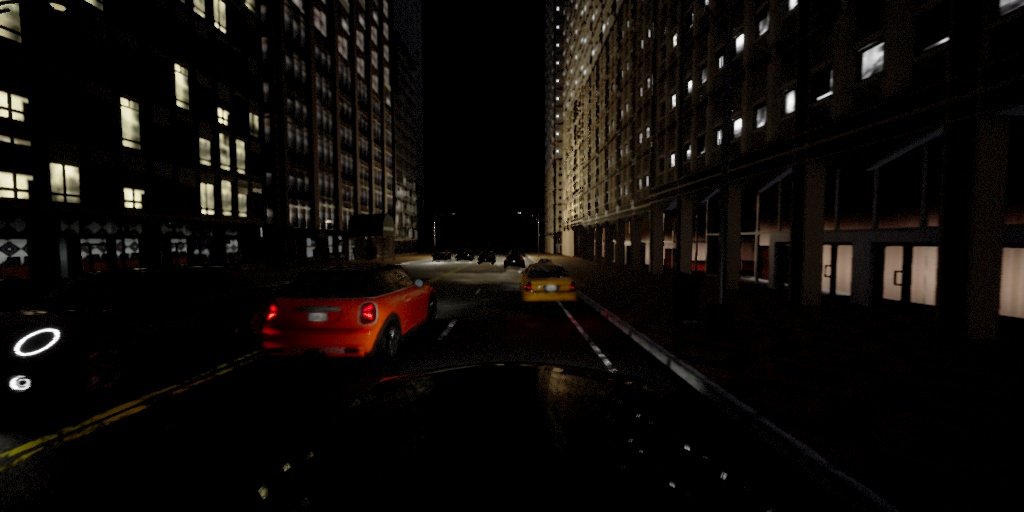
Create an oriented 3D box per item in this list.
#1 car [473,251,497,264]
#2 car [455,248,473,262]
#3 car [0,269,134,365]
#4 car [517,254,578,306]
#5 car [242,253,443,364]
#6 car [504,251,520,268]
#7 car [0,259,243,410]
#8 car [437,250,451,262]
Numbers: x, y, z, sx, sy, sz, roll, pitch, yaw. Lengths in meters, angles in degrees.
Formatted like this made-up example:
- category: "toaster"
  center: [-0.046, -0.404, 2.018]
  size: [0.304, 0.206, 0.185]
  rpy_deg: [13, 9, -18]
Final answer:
- category: "car"
  center: [-2.920, 0.125, 42.252]
  size: [2.128, 1.511, 4.902]
  rpy_deg: [0, 2, 0]
- category: "car"
  center: [-6.314, -0.174, 48.235]
  size: [2.097, 1.767, 4.553]
  rpy_deg: [0, 2, 1]
- category: "car"
  center: [-9.813, 1.138, 5.891]
  size: [1.882, 1.535, 5.008]
  rpy_deg: [0, 2, 0]
- category: "car"
  center: [1.214, 0.878, 13.488]
  size: [1.801, 1.575, 5.366]
  rpy_deg: [0, 2, 0]
- category: "car"
  center: [-3.104, 0.940, 7.873]
  size: [2.097, 1.767, 4.553]
  rpy_deg: [0, 1, 0]
- category: "car"
  center: [0.216, 0.396, 34.879]
  size: [1.994, 1.385, 4.181]
  rpy_deg: [0, 2, 1]
- category: "car"
  center: [-6.560, 0.994, 6.244]
  size: [2.097, 1.767, 4.553]
  rpy_deg: [0, 2, 0]
- category: "car"
  center: [-9.549, -0.053, 49.198]
  size: [2.128, 1.511, 4.902]
  rpy_deg: [0, 2, 1]
